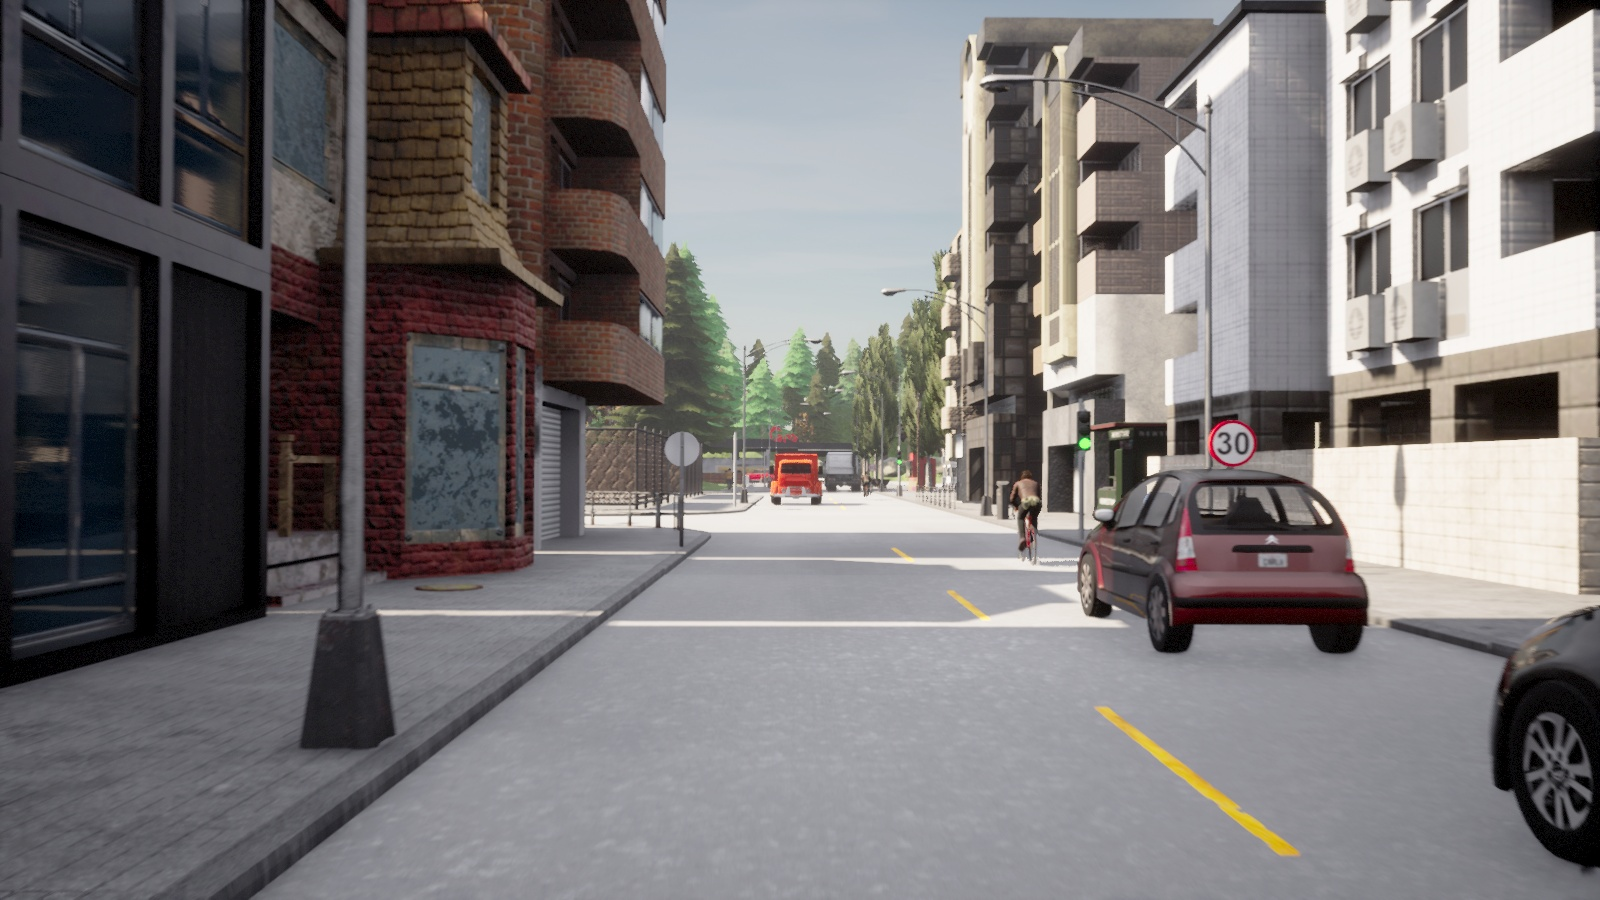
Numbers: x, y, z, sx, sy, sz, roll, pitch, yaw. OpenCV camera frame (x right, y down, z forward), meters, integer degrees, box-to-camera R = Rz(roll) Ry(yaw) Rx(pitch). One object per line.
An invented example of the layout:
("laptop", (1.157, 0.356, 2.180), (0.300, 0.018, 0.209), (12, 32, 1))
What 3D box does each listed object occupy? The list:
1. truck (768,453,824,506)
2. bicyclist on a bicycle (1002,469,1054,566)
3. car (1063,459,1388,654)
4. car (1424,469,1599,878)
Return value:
("truck", (-0.173, 1.428, 61.628), (2.627, 2.467, 5.204), (0, -1, 0))
("bicyclist on a bicycle", (3.952, 1.143, 21.857), (0.582, 1.620, 1.656), (0, -1, 0))
("car", (3.970, 0.921, 12.479), (1.851, 1.617, 3.988), (0, -1, 0))
("car", (3.991, 0.814, 3.721), (2.007, 1.525, 4.514), (0, -1, 0))
